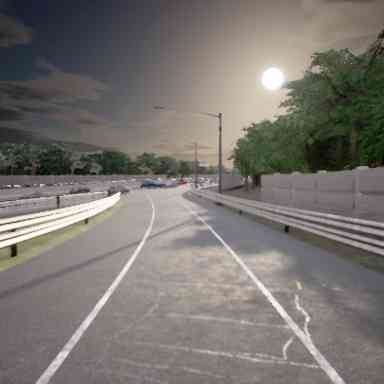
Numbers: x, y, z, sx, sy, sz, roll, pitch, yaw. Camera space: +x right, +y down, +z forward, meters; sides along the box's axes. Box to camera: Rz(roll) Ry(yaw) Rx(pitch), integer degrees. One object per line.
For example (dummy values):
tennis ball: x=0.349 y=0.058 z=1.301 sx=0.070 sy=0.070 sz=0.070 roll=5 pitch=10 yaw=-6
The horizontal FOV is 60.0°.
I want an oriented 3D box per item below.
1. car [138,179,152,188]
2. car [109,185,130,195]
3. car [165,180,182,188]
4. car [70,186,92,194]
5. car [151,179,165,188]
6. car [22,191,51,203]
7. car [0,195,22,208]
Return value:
car: x=-11.475 y=-2.174 z=87.391 sx=2.150 sy=2.045 sz=5.566 roll=0 pitch=3 yaw=15
car: x=-12.250 y=-0.198 z=56.869 sx=1.895 sy=1.301 sz=4.718 roll=0 pitch=3 yaw=15
car: x=-4.712 y=-1.796 z=85.593 sx=1.994 sy=1.385 sz=4.181 roll=0 pitch=3 yaw=15
car: x=-19.240 y=-0.309 z=57.803 sx=2.128 sy=1.511 sz=4.902 roll=0 pitch=3 yaw=15
car: x=-8.097 y=-1.895 z=86.483 sx=1.882 sy=1.535 sz=5.008 roll=0 pitch=3 yaw=15
car: x=-19.732 y=0.590 z=42.142 sx=1.994 sy=1.385 sz=4.181 roll=0 pitch=3 yaw=15
car: x=-18.925 y=1.191 z=31.434 sx=1.895 sy=1.301 sz=4.718 roll=0 pitch=3 yaw=15
